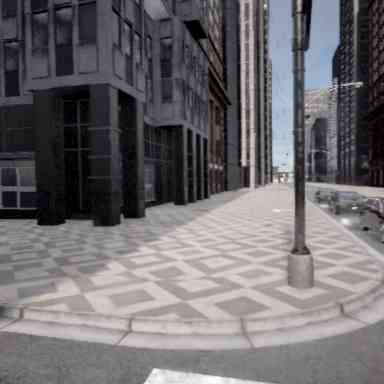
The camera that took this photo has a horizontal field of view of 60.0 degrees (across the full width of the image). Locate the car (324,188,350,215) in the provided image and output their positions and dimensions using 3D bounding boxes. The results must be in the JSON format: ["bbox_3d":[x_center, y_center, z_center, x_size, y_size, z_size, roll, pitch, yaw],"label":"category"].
[{"bbox_3d":[9.966,0.669,21.252,1.994,1.385,4.181,0,2,15],"label":"car"}]

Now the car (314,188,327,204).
[{"bbox_3d":[12.491,0.309,30.865,1.994,1.385,4.181,0,2,15],"label":"car"}]

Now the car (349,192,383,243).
[{"bbox_3d":[7.650,0.928,12.422,2.128,1.511,4.902,0,2,15],"label":"car"}]
